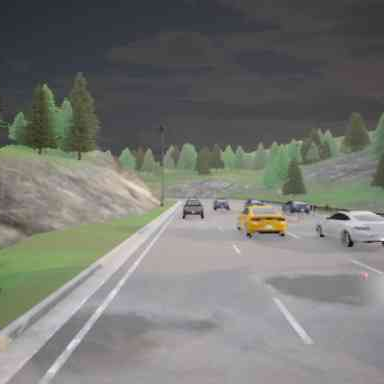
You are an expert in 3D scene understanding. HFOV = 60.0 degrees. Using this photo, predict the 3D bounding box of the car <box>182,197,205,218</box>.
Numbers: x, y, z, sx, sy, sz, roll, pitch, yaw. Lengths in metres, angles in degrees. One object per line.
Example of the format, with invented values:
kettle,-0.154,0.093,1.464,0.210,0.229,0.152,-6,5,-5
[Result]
car,0.112,1.503,30.290,2.128,1.511,4.902,0,0,0

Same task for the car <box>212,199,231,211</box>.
car,3.613,1.540,41.628,1.812,1.442,4.674,0,0,0

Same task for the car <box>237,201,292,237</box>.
car,3.605,1.484,17.935,1.882,1.535,5.008,0,0,0

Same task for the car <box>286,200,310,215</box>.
car,10.612,1.536,34.139,1.812,1.442,4.674,0,0,0

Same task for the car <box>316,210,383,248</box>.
car,7.102,1.530,14.717,1.812,1.442,4.674,0,0,0

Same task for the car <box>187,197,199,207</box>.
car,0.120,1.545,52.454,1.812,1.442,4.674,0,0,0

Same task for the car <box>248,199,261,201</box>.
car,7.111,1.538,38.007,1.812,1.442,4.674,0,0,0
